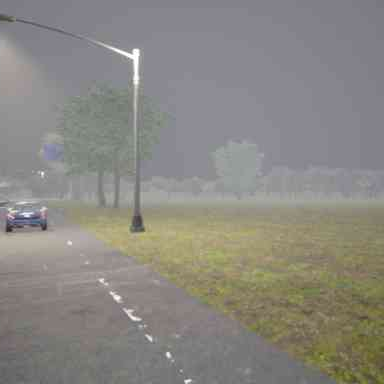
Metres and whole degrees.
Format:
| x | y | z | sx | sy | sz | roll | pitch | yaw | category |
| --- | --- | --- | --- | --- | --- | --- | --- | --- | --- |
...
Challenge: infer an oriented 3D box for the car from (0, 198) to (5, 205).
| x | y | z | sx | sy | sz | roll | pitch | yaw | category |
| --- | --- | --- | --- | --- | --- | --- | --- | --- | --- |
| -31.716 | 1.699 | 55.728 | 2.033 | 1.411 | 5.357 | 0 | 0 | -27 | car |

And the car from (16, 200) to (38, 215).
| x | y | z | sx | sy | sz | roll | pitch | yaw | category |
| --- | --- | --- | --- | --- | --- | --- | --- | --- | --- |
| -17.538 | 1.618 | 35.320 | 1.994 | 1.385 | 4.181 | 0 | 0 | -26 | car |

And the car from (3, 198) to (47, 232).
| x | y | z | sx | sy | sz | roll | pitch | yaw | category |
| --- | --- | --- | --- | --- | --- | --- | --- | --- | --- |
| -10.212 | 1.376 | 20.627 | 2.097 | 1.767 | 4.553 | 0 | 0 | -26 | car |
